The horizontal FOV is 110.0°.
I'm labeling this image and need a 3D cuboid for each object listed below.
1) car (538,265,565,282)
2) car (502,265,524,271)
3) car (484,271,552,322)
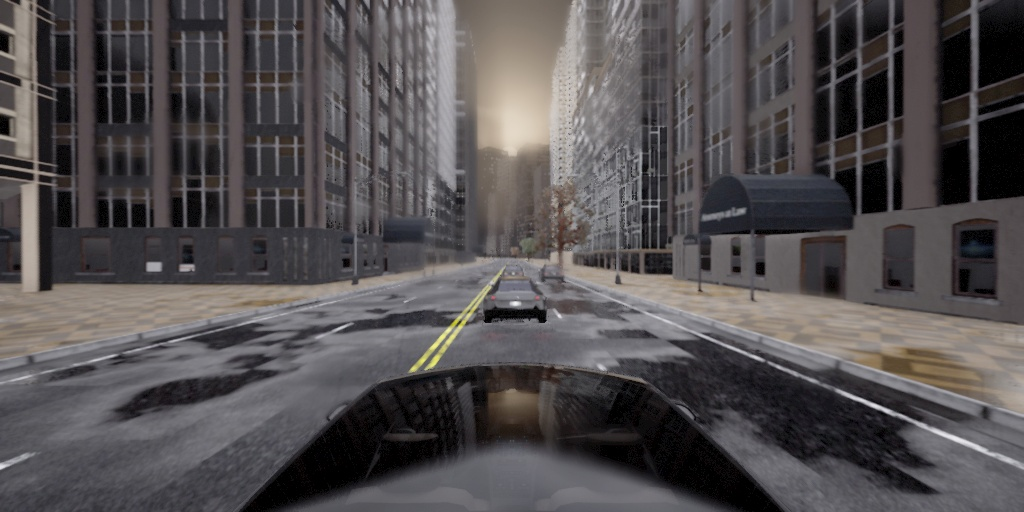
[{"bbox_3d":[3.357,1.477,30.804,2.033,1.411,5.357,0,0,0],"label":"car"},{"bbox_3d":[0.106,1.480,31.275,2.033,1.411,5.357,0,0,0],"label":"car"},{"bbox_3d":[0.103,1.384,12.562,1.994,1.385,4.181,0,0,0],"label":"car"}]
